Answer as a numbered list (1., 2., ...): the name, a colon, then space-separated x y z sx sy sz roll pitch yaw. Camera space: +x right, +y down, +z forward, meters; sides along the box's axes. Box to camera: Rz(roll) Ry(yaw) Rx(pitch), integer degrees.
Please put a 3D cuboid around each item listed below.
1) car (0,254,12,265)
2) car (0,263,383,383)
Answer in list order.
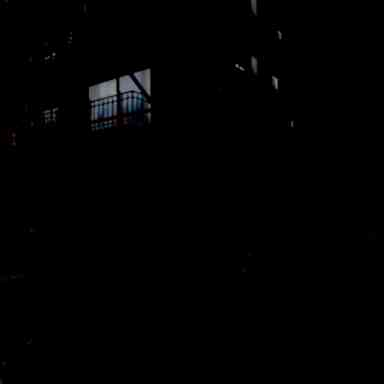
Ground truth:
1. car: -4.918 1.602 6.393 4.507 1.381 1.887 -1 0 36
2. car: -0.332 1.579 3.117 4.313 1.339 1.947 -1 0 36
